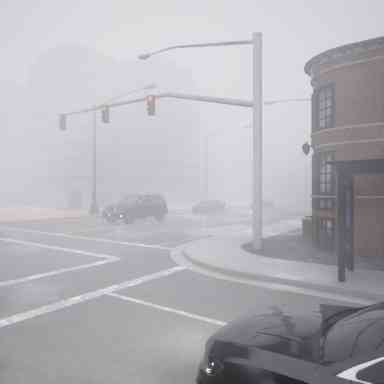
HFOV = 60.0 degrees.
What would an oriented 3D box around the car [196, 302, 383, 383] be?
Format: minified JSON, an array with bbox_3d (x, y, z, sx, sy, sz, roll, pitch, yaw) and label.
[{"bbox_3d":[2.294,1.505,2.329,4.892,1.490,1.837,0,0,35],"label":"car"}]

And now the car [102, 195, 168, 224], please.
[{"bbox_3d":[-4.157,1.222,25.373,2.150,2.045,5.566,0,0,35],"label":"car"}]

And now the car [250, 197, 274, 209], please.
[{"bbox_3d":[9.390,1.491,44.481,2.128,1.511,4.902,0,0,35],"label":"car"}]

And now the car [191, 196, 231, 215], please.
[{"bbox_3d":[1.842,1.504,33.845,1.837,1.490,4.892,0,0,35],"label":"car"}]
